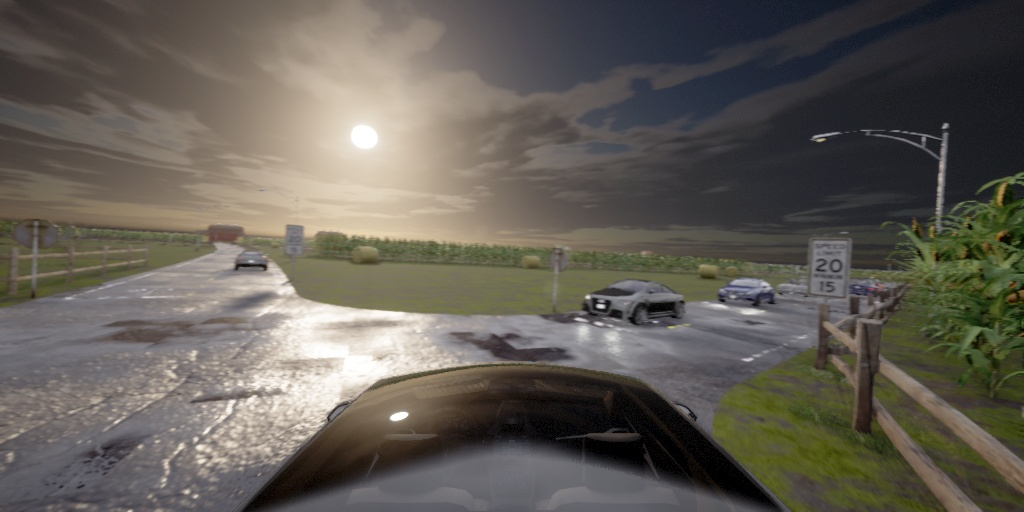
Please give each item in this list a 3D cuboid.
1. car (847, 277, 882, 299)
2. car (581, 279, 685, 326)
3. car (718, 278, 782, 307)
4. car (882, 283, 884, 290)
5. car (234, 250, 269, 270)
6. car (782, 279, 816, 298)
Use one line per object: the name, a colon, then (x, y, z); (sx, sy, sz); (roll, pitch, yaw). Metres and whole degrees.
car: (31.342, 2.795, 32.237); (4.553, 1.767, 2.097); (3, 1, -41)
car: (4.437, 1.532, 12.870); (4.181, 1.385, 1.994); (3, 1, -39)
car: (13.383, 1.972, 20.303); (4.674, 1.442, 1.812); (3, 1, -41)
car: (38.679, 3.185, 38.863); (4.553, 1.767, 2.097); (3, 1, -42)
car: (-18.999, 0.262, 26.224); (1.994, 1.385, 4.181); (3, 0, -35)
car: (22.690, 2.542, 28.408); (4.718, 1.301, 1.895); (3, 1, -42)
